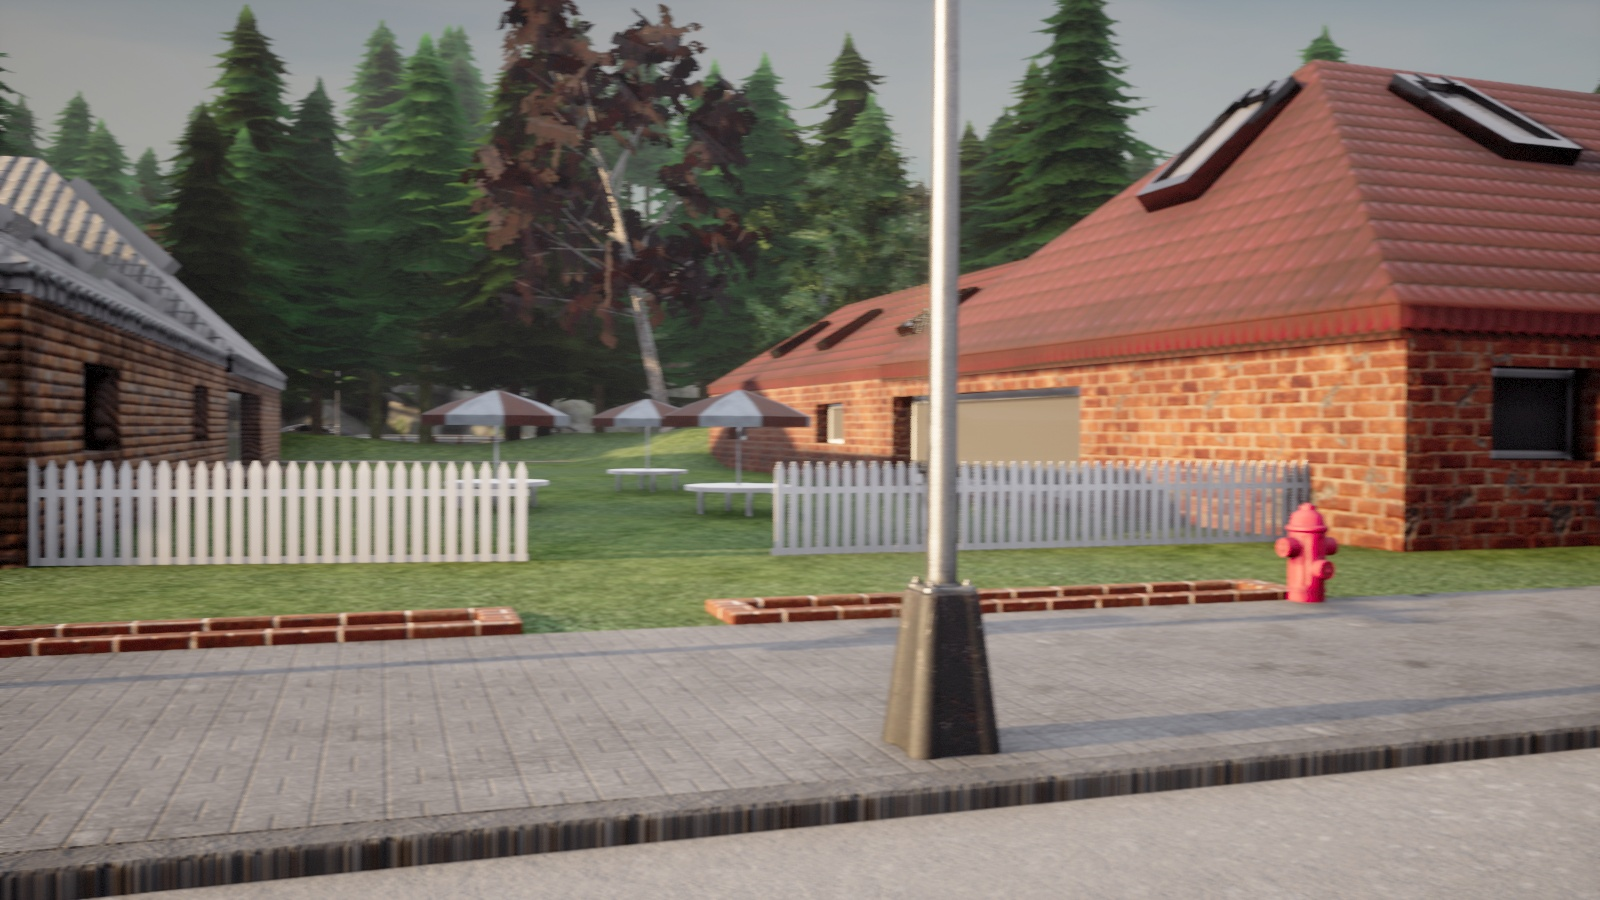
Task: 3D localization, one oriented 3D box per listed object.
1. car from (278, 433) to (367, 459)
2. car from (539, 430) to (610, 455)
[{"bbox_3d":[-28.598,-0.265,75.375,4.892,1.490,1.837,-1,1,-18],"label":"car"},{"bbox_3d":[-14.392,-0.501,80.098,4.193,1.474,1.816,-1,1,-18],"label":"car"}]
